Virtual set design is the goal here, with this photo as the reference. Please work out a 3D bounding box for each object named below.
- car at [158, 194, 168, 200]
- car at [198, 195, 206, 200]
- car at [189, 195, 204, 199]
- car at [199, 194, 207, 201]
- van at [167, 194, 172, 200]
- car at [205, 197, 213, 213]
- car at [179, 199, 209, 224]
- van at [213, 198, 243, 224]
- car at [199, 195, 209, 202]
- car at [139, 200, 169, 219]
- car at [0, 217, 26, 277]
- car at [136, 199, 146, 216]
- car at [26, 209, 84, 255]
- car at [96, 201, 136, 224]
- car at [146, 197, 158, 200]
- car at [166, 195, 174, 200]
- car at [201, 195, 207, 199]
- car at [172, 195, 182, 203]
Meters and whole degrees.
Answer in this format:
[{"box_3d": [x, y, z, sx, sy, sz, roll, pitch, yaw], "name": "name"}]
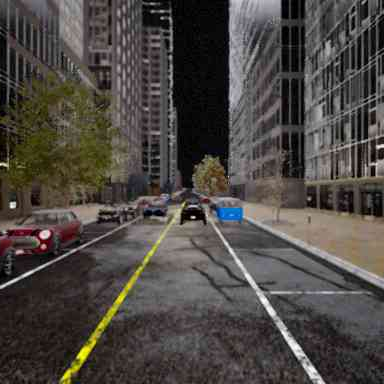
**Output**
[{"box_3d": [-5.722, 1.538, 58.488, 1.802, 1.307, 4.206, 0, 0, 0], "name": "car"}, {"box_3d": [2.645, 1.460, 86.952, 2.008, 1.369, 4.403, 0, 0, 0], "name": "car"}, {"box_3d": [0.078, 1.528, 42.844, 2.033, 1.411, 5.357, 0, 0, 0], "name": "car"}, {"box_3d": [2.648, 1.360, 81.258, 1.967, 1.590, 4.097, 0, 0, 0], "name": "car"}, {"box_3d": [-5.727, 1.279, 69.872, 1.690, 1.788, 3.998, 0, 0, 0], "name": "van"}, {"box_3d": [2.671, 1.541, 35.719, 2.008, 1.369, 4.403, 0, 0, 0], "name": "car"}, {"box_3d": [0.086, 1.524, 24.614, 1.812, 1.442, 4.674, 0, 0, 0], "name": "car"}, {"box_3d": [2.676, 1.340, 24.334, 1.690, 1.788, 3.998, 0, 0, 0], "name": "van"}, {"box_3d": [2.650, 1.479, 75.566, 2.008, 1.369, 4.403, 0, 0, 0], "name": "car"}, {"box_3d": [-3.115, 1.597, 29.000, 1.895, 1.301, 4.718, 0, 0, 0], "name": "car"}, {"box_3d": [-5.695, 1.441, 7.256, 1.967, 1.590, 4.097, 0, 0, 0], "name": "car"}, {"box_3d": [-5.707, 1.546, 30.026, 2.008, 1.369, 4.403, 0, 0, 0], "name": "car"}, {"box_3d": [-5.699, 1.440, 12.948, 1.967, 1.590, 4.097, 0, 0, 0], "name": "car"}, {"box_3d": [-5.704, 1.550, 24.333, 2.008, 1.369, 4.403, 0, 0, 0], "name": "car"}, {"box_3d": [-5.713, 1.565, 41.411, 1.802, 1.307, 4.206, 0, 0, 0], "name": "car"}, {"box_3d": [-5.736, 1.491, 86.949, 1.802, 1.307, 4.206, 0, 0, 0], "name": "car"}, {"box_3d": [2.656, 1.529, 64.182, 1.802, 1.307, 4.206, 0, 0, 0], "name": "car"}, {"box_3d": [-3.038, 1.467, 70.219, 2.033, 1.411, 5.357, 0, 0, 0], "name": "car"}]
